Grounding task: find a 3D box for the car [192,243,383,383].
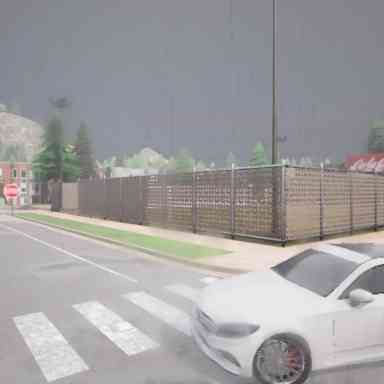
[{"bbox_3d":[2.332,1.539,4.943,4.674,1.442,1.812,0,1,-13],"label":"car"}]
